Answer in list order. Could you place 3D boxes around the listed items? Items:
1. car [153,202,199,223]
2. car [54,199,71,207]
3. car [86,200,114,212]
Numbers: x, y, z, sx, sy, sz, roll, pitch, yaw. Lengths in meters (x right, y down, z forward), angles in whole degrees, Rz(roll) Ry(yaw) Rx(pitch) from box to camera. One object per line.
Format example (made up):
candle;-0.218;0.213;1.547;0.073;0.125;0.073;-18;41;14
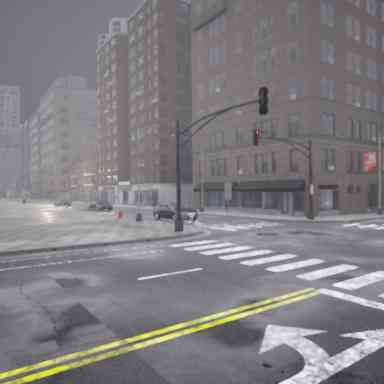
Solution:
car;-1.400;1.582;26.793;2.128;1.511;4.902;-1;1;-35
car;-21.705;1.827;55.809;1.994;1.385;4.181;-1;0;-35
car;-11.429;1.698;41.043;2.033;1.411;5.357;-1;1;-35
